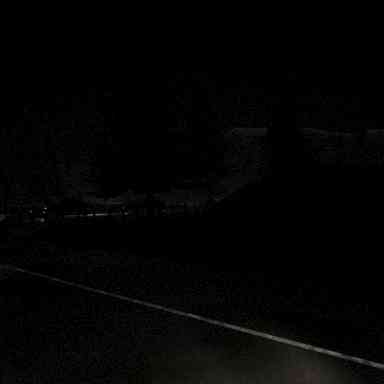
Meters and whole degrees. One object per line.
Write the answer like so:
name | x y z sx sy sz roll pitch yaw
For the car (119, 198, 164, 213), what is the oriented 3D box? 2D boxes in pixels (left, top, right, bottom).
car | -5.233 1.406 35.812 4.902 1.511 2.128 0 0 -42

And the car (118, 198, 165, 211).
car | -5.985 1.448 39.908 5.357 1.411 2.033 0 0 -42

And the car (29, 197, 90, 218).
car | -11.435 1.260 29.394 2.097 1.767 4.553 0 0 41

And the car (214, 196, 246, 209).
car | 4.864 1.282 43.807 4.553 1.767 2.097 0 0 -33
